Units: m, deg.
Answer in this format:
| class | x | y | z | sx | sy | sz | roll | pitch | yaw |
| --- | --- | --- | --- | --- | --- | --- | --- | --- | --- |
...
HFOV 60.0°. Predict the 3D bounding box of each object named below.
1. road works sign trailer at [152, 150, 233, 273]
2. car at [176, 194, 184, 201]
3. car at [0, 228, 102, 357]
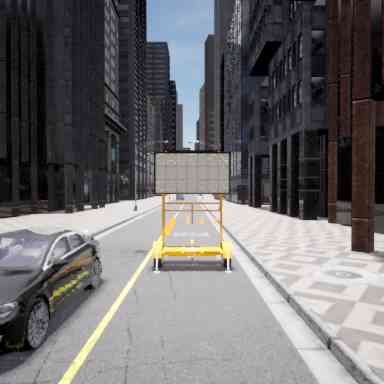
| class | x | y | z | sx | sy | sz | roll | pitch | yaw |
| --- | --- | --- | --- | --- | --- | --- | --- | --- | --- |
| road works sign trailer | 0.011 | 0.468 | 10.659 | 2.380 | 3.560 | 2.880 | 0 | 0 | 0 |
| car | -3.089 | 1.368 | 86.364 | 2.097 | 1.767 | 4.553 | 0 | 0 | 0 |
| car | -3.107 | 1.494 | 6.251 | 2.128 | 1.511 | 4.902 | 0 | 0 | 0 |
